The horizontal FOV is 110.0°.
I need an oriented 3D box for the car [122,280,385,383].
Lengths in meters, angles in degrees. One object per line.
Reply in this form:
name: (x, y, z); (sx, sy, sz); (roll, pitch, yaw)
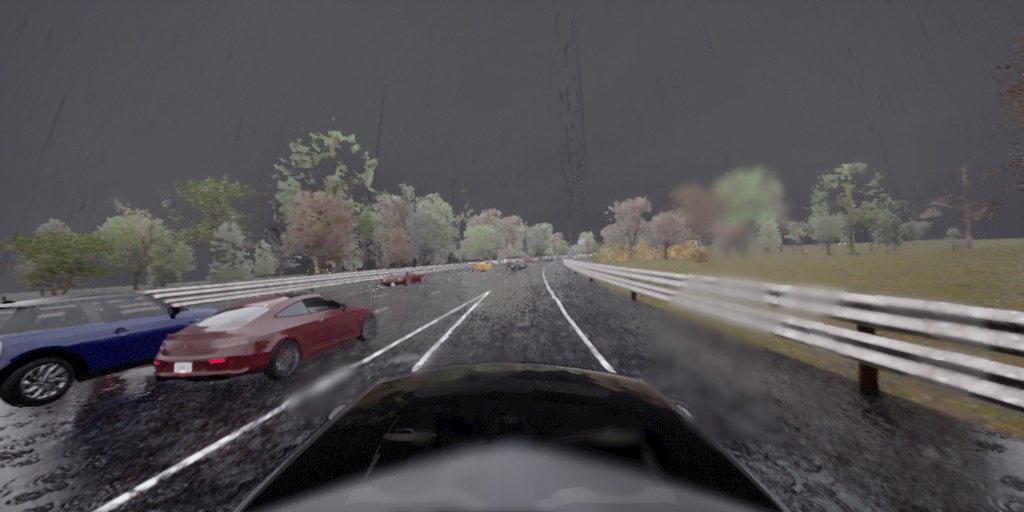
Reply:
car: (-4.741, 1.517, 7.720); (1.812, 1.442, 4.674); (-3, 0, 6)

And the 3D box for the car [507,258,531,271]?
car: (1.089, 1.394, 50.001); (1.895, 1.301, 4.718); (-3, 0, 9)

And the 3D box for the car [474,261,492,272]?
car: (-4.663, 1.625, 57.723); (1.882, 1.535, 5.008); (-3, 0, 10)

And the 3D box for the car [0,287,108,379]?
car: (-11.849, 1.743, 7.190); (2.097, 1.767, 4.553); (-3, 0, 6)

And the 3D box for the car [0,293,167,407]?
car: (-8.309, 1.544, 7.429); (2.097, 1.767, 4.553); (-3, 0, 6)

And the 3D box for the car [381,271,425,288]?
car: (-9.006, 1.903, 30.182); (1.895, 1.301, 4.718); (-3, 0, 8)
